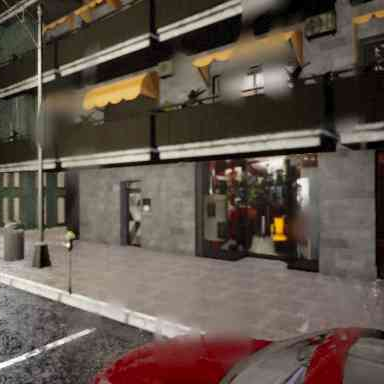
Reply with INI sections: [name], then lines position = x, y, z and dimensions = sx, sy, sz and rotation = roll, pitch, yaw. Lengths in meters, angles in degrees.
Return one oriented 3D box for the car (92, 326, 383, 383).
[car]
position = 1.045, 1.582, 1.982
dimensions = 4.206, 1.307, 1.802
rotation = 0, 0, 36
